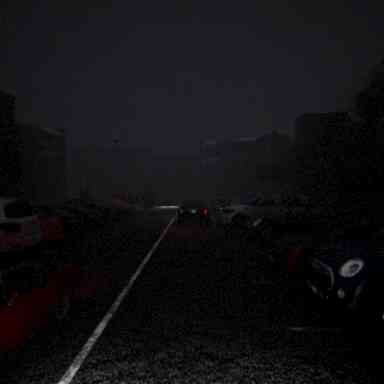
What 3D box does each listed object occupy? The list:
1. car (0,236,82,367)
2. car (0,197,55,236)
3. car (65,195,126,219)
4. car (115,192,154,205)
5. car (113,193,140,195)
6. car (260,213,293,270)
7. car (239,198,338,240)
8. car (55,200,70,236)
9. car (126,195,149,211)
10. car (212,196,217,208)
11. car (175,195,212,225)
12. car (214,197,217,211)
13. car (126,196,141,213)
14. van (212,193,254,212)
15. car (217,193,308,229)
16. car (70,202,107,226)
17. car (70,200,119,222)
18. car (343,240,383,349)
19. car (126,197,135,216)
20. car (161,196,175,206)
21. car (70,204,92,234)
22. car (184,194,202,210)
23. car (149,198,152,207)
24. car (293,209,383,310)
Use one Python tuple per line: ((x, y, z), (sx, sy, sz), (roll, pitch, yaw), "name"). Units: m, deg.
((-3.101, 1.590, 4.346), (1.895, 1.301, 4.718), (0, 0, 0), "car")
((-7.710, 1.202, 10.507), (5.566, 2.045, 2.435), (0, 0, 0), "car")
((-7.716, 1.291, 25.198), (4.553, 1.767, 2.185), (0, 0, 0), "car")
((-7.660, 1.046, 42.726), (5.566, 2.045, 2.435), (0, 1, 0), "car")
((-7.657, 1.257, 36.955), (4.553, 1.767, 2.185), (0, 0, 0), "car")
((4.618, 1.486, 9.462), (4.792, 1.488, 2.163), (0, 0, 0), "car")
((4.678, 1.316, 15.172), (4.553, 1.767, 2.185), (0, 0, 0), "car")
((-7.651, 1.320, 13.320), (4.553, 1.767, 2.185), (0, 0, 0), "car")
((-7.502, 1.391, 34.014), (5.366, 1.575, 1.946), (0, 0, 0), "car")
((4.650, 1.394, 34.600), (4.892, 1.521, 2.231), (0, 0, 0), "car")
((0.096, 1.293, 23.490), (2.097, 1.767, 4.553), (0, 0, 0), "car")
((4.638, 1.408, 29.140), (4.892, 1.521, 2.231), (0, 0, 0), "car")
((-7.871, 1.399, 31.074), (5.366, 1.575, 1.946), (0, 0, 0), "car")
((4.526, 1.154, 37.393), (4.442, 1.987, 1.878), (0, 1, 0), "van")
((4.618, 1.177, 20.633), (5.566, 2.045, 2.435), (0, 0, 0), "car")
((-7.681, 1.471, 19.322), (4.674, 1.452, 2.002), (0, 0, 0), "car")
((-7.714, 1.453, 22.260), (4.792, 1.488, 2.163), (0, 0, 0), "car")
((4.678, 1.500, 3.872), (4.792, 1.488, 2.163), (0, 0, 0), "car")
((-7.692, 1.410, 28.011), (4.892, 1.521, 2.231), (0, 0, 0), "car")
((-3.356, 1.239, 47.788), (1.994, 1.385, 4.181), (0, 2, -5), "car")
((-7.680, 1.479, 16.259), (4.674, 1.452, 2.002), (0, 0, 0), "car")
((0.070, 1.202, 41.095), (2.097, 1.767, 4.553), (0, 1, 0), "car")
((-7.693, 1.352, 39.786), (5.008, 1.535, 2.097), (0, 1, 0), "car")
((4.680, 1.337, 6.665), (4.553, 1.767, 2.185), (0, 0, 0), "car")
